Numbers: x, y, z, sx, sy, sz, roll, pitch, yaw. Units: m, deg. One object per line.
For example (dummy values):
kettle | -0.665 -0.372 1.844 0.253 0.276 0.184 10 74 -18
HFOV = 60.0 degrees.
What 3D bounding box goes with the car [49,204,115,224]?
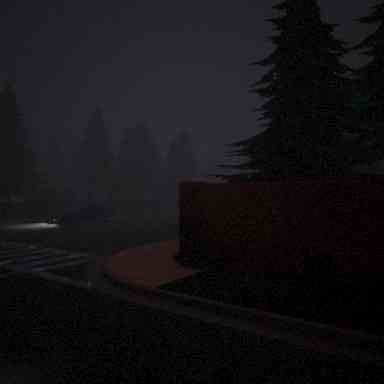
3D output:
car | -8.766 1.710 27.069 2.033 1.411 5.357 -1 0 35
